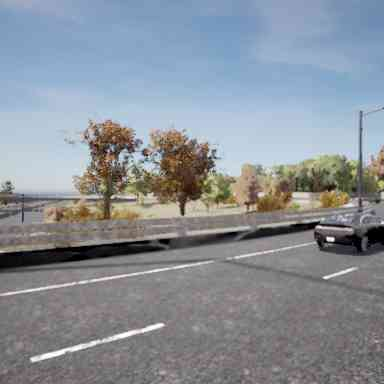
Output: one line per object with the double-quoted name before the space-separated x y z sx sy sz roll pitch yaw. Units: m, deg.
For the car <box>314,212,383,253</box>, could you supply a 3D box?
"car" 7.119 1.645 14.578 4.902 1.511 2.128 1 0 -44
